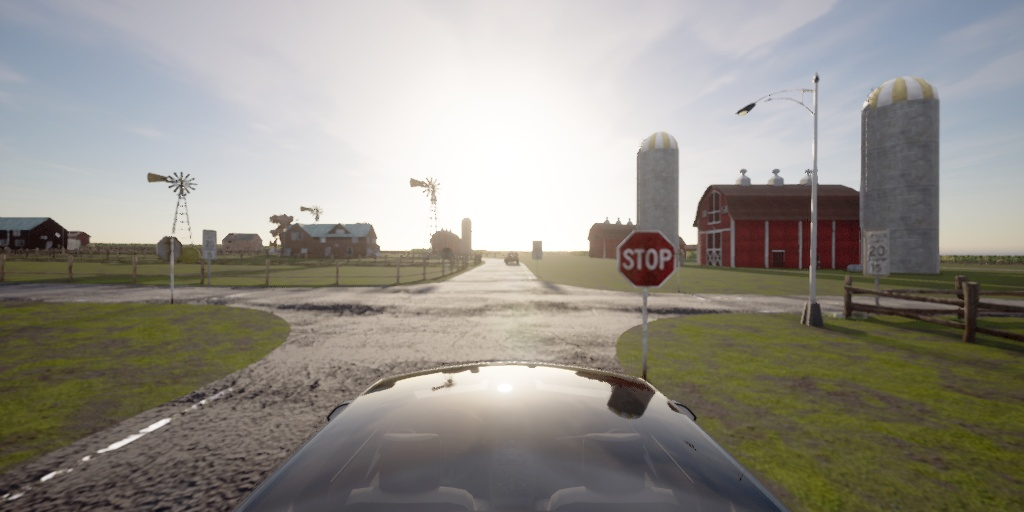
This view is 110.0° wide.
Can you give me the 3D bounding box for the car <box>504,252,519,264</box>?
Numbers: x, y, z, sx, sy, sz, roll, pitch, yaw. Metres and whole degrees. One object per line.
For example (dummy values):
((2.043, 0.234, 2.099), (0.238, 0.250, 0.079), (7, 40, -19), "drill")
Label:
((0.057, 0.283, 61.251), (2.150, 2.045, 5.566), (0, 1, -2), "car")
